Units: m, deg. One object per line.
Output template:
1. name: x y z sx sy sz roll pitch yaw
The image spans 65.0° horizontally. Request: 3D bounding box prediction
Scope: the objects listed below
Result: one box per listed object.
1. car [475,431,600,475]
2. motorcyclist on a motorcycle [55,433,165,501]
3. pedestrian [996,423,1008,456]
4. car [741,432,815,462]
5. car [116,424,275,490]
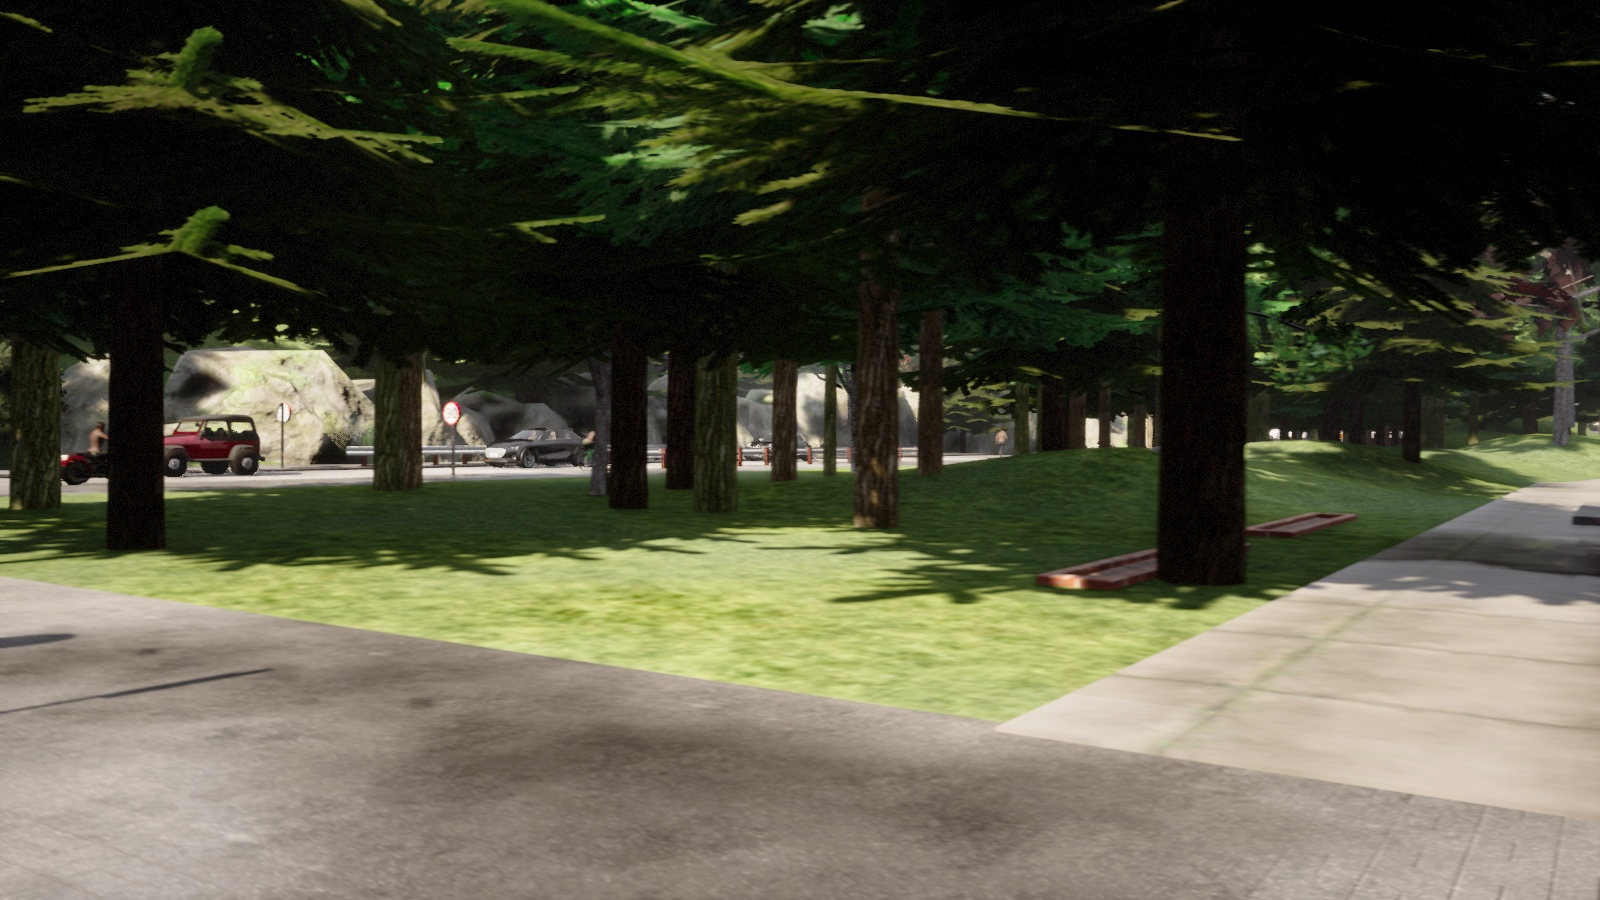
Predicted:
1. car: -10.364 0.074 49.956 2.033 1.649 4.856 0 1 33
2. motorcyclist on a motorcycle: -17.457 0.405 31.843 0.766 1.649 2.350 0 1 33
3. pedestrian: 11.064 -0.597 68.746 0.328 1.805 0.869 0 1 31
4. car: -1.095 -0.168 64.073 1.970 1.475 3.806 0 1 33
5. car: -18.211 0.174 37.988 1.905 1.878 3.866 0 1 33
